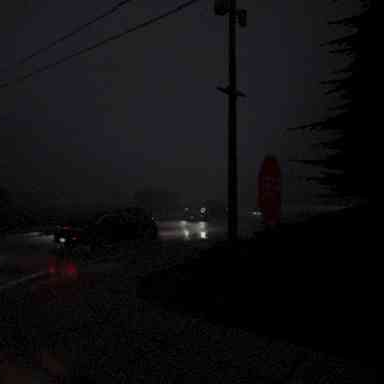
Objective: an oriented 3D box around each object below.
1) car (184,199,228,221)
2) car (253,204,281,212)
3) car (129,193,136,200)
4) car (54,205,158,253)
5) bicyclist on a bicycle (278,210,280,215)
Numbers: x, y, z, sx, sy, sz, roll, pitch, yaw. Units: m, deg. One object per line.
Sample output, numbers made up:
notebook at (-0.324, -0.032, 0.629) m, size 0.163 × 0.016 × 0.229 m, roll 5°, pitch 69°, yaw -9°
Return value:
car at (1.220, 1.423, 28.039) m, size 2.097 × 1.767 × 4.553 m, roll 0°, pitch 0°, yaw 33°
car at (9.223, 1.620, 40.400) m, size 2.033 × 1.411 × 5.357 m, roll 0°, pitch 0°, yaw 33°
car at (-15.123, 1.302, 87.525) m, size 3.866 × 1.878 × 1.905 m, roll -2°, pitch 6°, yaw -11°
car at (-3.448, 1.552, 14.282) m, size 2.128 × 1.511 × 4.902 m, roll 0°, pitch 0°, yaw 33°
bicyclist on a bicycle at (4.644, 1.353, 19.549) m, size 1.656 × 1.620 × 0.582 m, roll -1°, pitch 0°, yaw 33°
